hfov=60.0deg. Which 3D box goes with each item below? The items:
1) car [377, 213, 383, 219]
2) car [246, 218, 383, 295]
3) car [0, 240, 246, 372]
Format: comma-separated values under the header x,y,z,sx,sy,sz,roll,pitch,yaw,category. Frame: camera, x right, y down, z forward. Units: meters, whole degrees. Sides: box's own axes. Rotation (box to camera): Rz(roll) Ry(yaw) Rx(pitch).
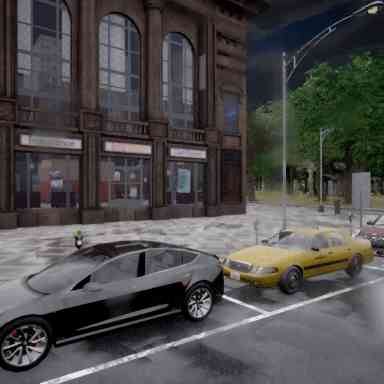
x,y,z,sx,sy,sz,roll,pitch,yaw,category
7.475,1.441,11.988,4.097,1.590,1.967,0,0,-36,car
2.911,1.525,8.730,4.829,1.417,1.752,0,0,-36,car
-1.376,1.566,5.668,4.313,1.339,1.947,0,0,-36,car
